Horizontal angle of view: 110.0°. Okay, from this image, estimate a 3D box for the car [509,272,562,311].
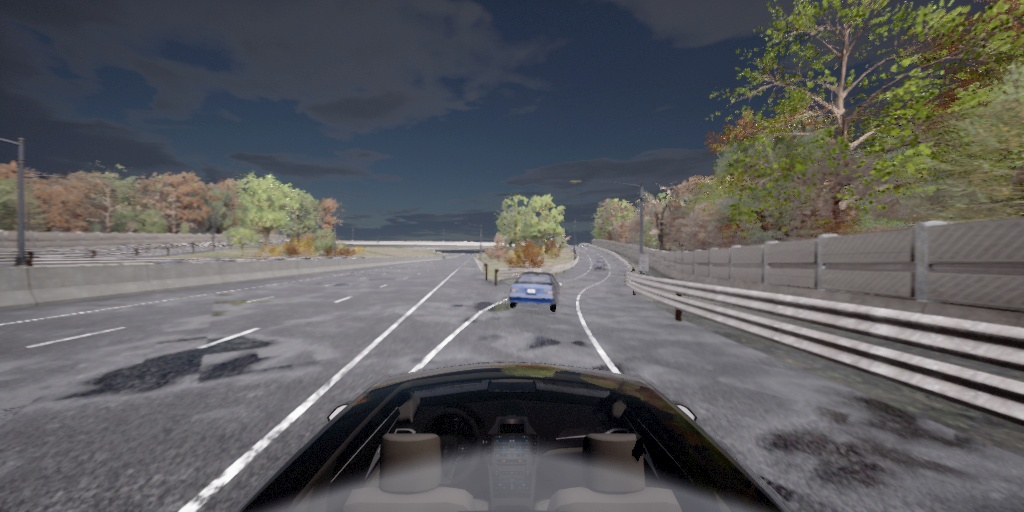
[{"bbox_3d":[1.097,1.416,15.320,2.033,1.411,5.357,2,-2,9],"label":"car"}]

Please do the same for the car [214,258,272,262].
[{"bbox_3d":[-25.310,1.094,33.952,1.895,1.301,4.718,1,0,-6],"label":"car"}]

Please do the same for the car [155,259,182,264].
[{"bbox_3d":[-32.374,0.989,34.259,1.994,1.385,4.181,1,0,-6],"label":"car"}]

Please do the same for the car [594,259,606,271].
[{"bbox_3d":[15.418,1.787,63.050,2.033,1.411,5.357,1,2,14],"label":"car"}]

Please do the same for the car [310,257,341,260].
[{"bbox_3d":[-27.277,1.047,52.692,1.994,1.385,4.181,1,0,-6],"label":"car"}]

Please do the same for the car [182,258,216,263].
[{"bbox_3d":[-28.942,0.951,35.083,2.128,1.511,4.902,1,0,-6],"label":"car"}]

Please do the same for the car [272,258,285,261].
[{"bbox_3d":[-34.228,0.963,51.967,2.033,1.411,5.357,1,0,-6],"label":"car"}]

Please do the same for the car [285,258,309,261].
[{"bbox_3d":[-30.785,0.975,52.648,1.812,1.442,4.674,1,0,-6],"label":"car"}]
